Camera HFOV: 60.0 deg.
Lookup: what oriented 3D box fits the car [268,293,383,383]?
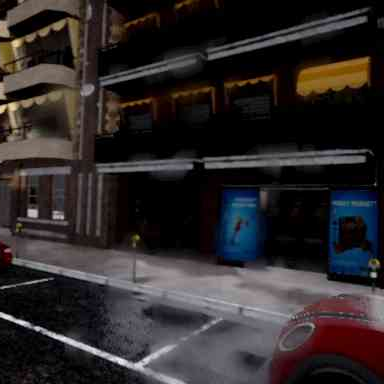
[{"bbox_3d":[3.110,1.600,3.196,4.553,1.767,2.097,0,-3,33],"label":"car"}]

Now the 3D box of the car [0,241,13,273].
[{"bbox_3d":[-7.173,1.767,10.183,4.206,1.307,1.802,0,-3,33],"label":"car"}]
